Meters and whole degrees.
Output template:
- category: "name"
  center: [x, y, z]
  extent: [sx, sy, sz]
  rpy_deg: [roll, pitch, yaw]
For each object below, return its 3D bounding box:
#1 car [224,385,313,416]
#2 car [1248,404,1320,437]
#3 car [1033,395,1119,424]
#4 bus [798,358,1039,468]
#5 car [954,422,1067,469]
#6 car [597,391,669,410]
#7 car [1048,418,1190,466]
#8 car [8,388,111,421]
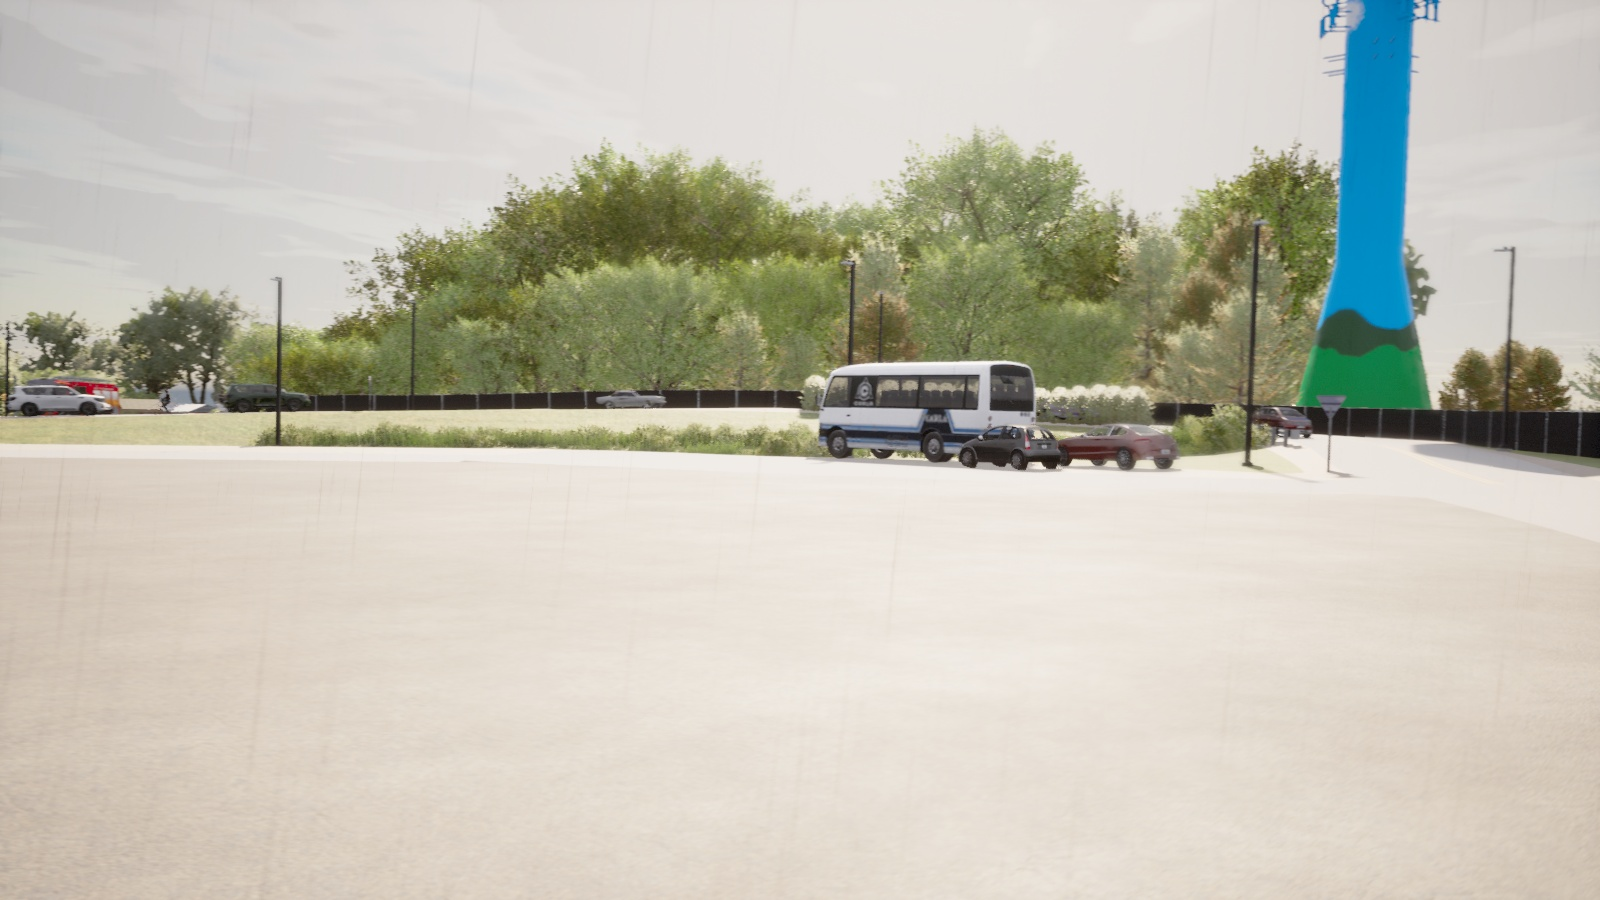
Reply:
- category: "car"
  center: [-37.055, -3.452, 87.654]
  extent: [5.566, 2.045, 2.150]
  rpy_deg: [-2, 2, -22]
- category: "car"
  center: [25.178, -1.559, 65.485]
  extent: [1.789, 1.549, 3.705]
  rpy_deg: [1, 3, -10]
- category: "car"
  center: [17.308, -2.568, 78.859]
  extent: [4.856, 1.649, 2.033]
  rpy_deg: [5, 4, 43]
- category: "bus"
  center: [4.831, -1.626, 53.767]
  extent: [3.944, 4.253, 10.273]
  rpy_deg: [0, 2, -41]
- category: "car"
  center: [7.570, -0.200, 45.553]
  extent: [1.851, 1.617, 3.988]
  rpy_deg: [-1, 2, -32]
- category: "car"
  center: [-11.926, -3.532, 89.773]
  extent: [4.718, 1.301, 1.895]
  rpy_deg: [0, 2, 10]
- category: "car"
  center: [11.551, -0.352, 45.884]
  extent: [2.152, 1.651, 5.027]
  rpy_deg: [-1, 2, -30]
- category: "car"
  center: [-48.542, -3.020, 82.459]
  extent: [5.566, 2.045, 2.150]
  rpy_deg: [-2, 3, -24]
